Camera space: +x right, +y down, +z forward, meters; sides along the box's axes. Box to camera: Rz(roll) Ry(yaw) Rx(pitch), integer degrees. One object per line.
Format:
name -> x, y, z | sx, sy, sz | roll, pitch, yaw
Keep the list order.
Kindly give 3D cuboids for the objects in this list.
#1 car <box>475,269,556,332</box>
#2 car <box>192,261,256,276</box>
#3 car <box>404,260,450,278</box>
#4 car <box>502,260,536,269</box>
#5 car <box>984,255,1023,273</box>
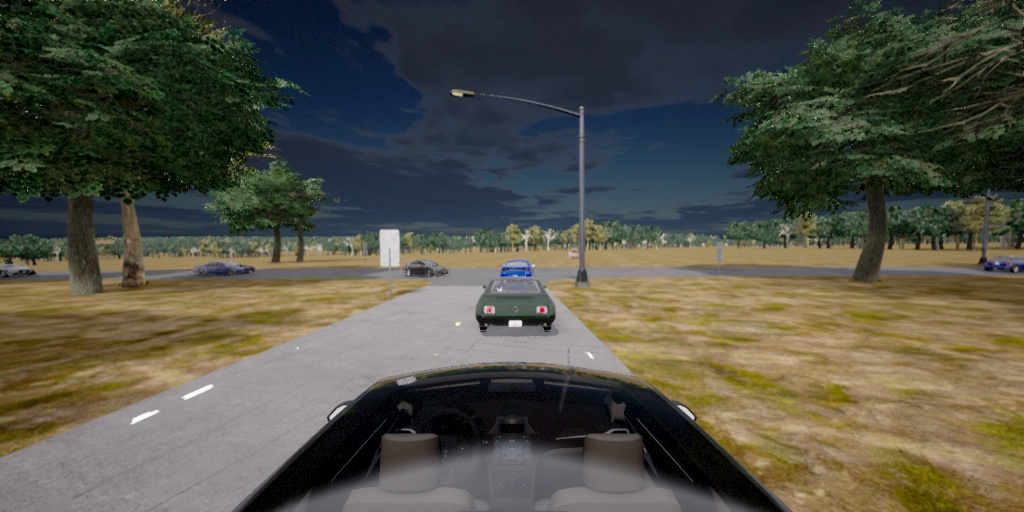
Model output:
car -> 0.080, 1.244, 10.466 | 1.895, 1.301, 4.718 | 0, 1, 0
car -> -28.414, 1.175, 35.405 | 5.357, 1.411, 2.033 | -1, 3, 4
car -> -7.546, 1.113, 31.660 | 4.892, 1.490, 1.837 | 1, -2, 38
car -> 0.444, 0.972, 22.945 | 1.882, 1.535, 5.008 | 0, 1, 6
car -> 50.580, 0.736, 36.001 | 4.553, 1.767, 2.097 | 0, 3, -5
